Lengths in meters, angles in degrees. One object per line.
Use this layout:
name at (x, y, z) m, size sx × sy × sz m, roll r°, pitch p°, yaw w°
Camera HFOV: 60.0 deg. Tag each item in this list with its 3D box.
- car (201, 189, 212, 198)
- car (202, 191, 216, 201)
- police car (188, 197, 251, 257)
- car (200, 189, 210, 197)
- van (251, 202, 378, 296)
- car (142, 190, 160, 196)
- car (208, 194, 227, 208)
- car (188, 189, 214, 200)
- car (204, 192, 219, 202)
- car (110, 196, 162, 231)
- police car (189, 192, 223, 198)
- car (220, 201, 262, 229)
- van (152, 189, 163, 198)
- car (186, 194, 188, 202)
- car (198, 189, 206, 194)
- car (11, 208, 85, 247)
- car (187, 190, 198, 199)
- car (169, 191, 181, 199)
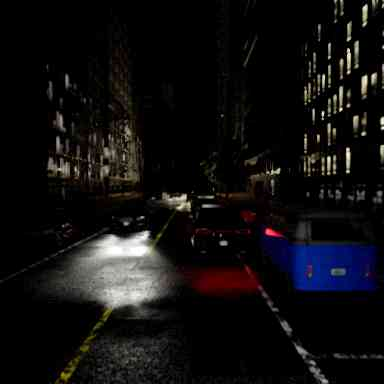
car at (2.753, 0.283, 64.882) m, size 1.967 × 1.590 × 4.097 m, roll 0°, pitch 1°, yaw 0°
car at (2.742, 0.608, 53.501) m, size 2.008 × 1.369 × 4.403 m, roll 0°, pitch 1°, yaw 0°
police car at (0.911, 1.213, 12.097) m, size 1.930 × 1.638 × 5.238 m, roll 0°, pitch 1°, yaw 0°
car at (2.759, 0.176, 70.573) m, size 1.967 × 1.590 × 4.097 m, roll 0°, pitch 1°, yaw 0°
van at (2.697, 1.200, 7.966) m, size 1.690 × 1.788 × 3.998 m, roll 0°, pitch 1°, yaw 0°
car at (-5.650, 0.815, 42.130) m, size 2.008 × 1.369 × 4.403 m, roll 0°, pitch 1°, yaw 0°
car at (2.725, 0.947, 36.427) m, size 1.802 × 1.307 × 4.206 m, roll 0°, pitch 1°, yaw 0°
car at (0.926, 0.736, 28.011) m, size 2.150 × 2.045 × 5.566 m, roll 0°, pitch 1°, yaw 0°
car at (2.736, 0.713, 47.810) m, size 2.008 × 1.369 × 4.403 m, roll 0°, pitch 1°, yaw 0°
car at (-3.083, 1.176, 18.017) m, size 2.128 × 1.511 × 4.902 m, roll 0°, pitch 1°, yaw 0°
police car at (0.921, 1.039, 22.095) m, size 1.930 × 1.638 × 5.238 m, roll 0°, pitch 1°, yaw 0°
car at (2.708, 1.243, 19.352) m, size 1.802 × 1.307 × 4.206 m, roll 0°, pitch 1°, yaw 0°
van at (-5.639, 0.399, 53.509) m, size 1.690 × 1.788 × 3.998 m, roll 0°, pitch 1°, yaw 0°
car at (0.045, 0.708, 47.912) m, size 2.033 × 1.411 × 5.357 m, roll 0°, pitch 1°, yaw 0°
car at (2.781, -0.158, 93.341) m, size 1.887 × 1.381 × 4.507 m, roll 0°, pitch 1°, yaw 0°
car at (-5.678, 1.342, 13.672) m, size 1.802 × 1.307 × 4.206 m, roll 0°, pitch 1°, yaw 0°
car at (0.060, 0.432, 62.729) m, size 2.033 × 1.411 × 5.357 m, roll 0°, pitch 1°, yaw 0°
car at (-3.003, 0.477, 59.178) m, size 1.812 × 1.442 × 4.674 m, roll 0°, pitch 1°, yaw 1°
